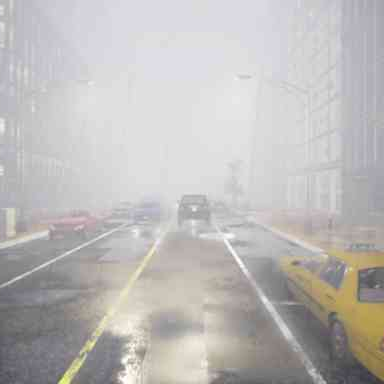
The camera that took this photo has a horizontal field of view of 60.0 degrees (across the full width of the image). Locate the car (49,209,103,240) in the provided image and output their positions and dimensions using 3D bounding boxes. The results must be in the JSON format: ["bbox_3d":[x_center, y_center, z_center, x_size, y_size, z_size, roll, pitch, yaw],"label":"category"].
[{"bbox_3d":[-5.668,1.540,16.790,1.802,1.307,4.206,0,0,0],"label":"car"}]

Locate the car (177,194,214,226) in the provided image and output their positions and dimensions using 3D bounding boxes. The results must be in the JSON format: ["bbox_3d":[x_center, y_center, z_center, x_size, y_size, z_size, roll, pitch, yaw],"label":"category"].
[{"bbox_3d":[0.128,1.160,22.945,2.150,2.045,5.566,0,0,0],"label":"car"}]

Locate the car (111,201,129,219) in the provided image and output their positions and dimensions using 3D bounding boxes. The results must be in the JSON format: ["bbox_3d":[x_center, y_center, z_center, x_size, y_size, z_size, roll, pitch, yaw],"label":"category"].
[{"bbox_3d":[-5.655,1.478,28.176,2.008,1.369,4.403,0,0,0],"label":"car"}]

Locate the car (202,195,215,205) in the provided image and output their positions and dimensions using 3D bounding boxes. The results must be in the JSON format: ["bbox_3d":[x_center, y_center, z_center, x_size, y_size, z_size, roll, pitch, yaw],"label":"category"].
[{"bbox_3d":[2.759,1.285,56.612,1.967,1.590,4.097,0,0,0],"label":"car"}]

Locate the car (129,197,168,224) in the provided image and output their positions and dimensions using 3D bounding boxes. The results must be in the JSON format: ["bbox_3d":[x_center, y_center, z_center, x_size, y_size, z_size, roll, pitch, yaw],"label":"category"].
[{"bbox_3d":[-3.063,1.415,24.489,1.882,1.535,5.008,0,0,0],"label":"car"}]

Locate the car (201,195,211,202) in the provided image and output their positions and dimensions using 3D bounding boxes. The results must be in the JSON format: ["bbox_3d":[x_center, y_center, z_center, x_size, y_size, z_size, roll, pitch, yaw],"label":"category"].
[{"bbox_3d":[2.771,1.391,67.997,1.802,1.307,4.206,0,0,0],"label":"car"}]

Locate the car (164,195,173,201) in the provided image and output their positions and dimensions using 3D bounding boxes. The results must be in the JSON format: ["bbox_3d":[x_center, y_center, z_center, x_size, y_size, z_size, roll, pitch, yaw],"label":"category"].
[{"bbox_3d":[-5.596,1.338,79.406,1.947,1.339,4.313,0,0,0],"label":"car"}]

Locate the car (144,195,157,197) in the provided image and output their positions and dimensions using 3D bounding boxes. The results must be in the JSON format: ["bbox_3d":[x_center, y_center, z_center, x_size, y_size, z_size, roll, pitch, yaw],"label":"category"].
[{"bbox_3d":[-5.642,1.441,39.560,1.887,1.381,4.507,0,0,0],"label":"car"}]

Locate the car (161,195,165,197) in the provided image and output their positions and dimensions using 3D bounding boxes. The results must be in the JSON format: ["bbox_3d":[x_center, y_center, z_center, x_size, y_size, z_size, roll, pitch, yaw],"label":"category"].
[{"bbox_3d":[-5.629,1.444,50.945,1.802,1.307,4.206,0,0,0],"label":"car"}]

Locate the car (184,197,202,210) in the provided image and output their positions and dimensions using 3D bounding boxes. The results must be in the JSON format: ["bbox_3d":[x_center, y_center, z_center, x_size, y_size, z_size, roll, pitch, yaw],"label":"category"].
[{"bbox_3d":[0.148,1.382,41.497,2.128,1.511,4.902,0,0,0],"label":"car"}]

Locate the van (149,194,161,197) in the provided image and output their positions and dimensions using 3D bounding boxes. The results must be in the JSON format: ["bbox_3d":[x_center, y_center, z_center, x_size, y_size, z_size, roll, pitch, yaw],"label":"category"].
[{"bbox_3d":[-5.635,1.220,45.252,1.690,1.788,3.998,0,0,0],"label":"van"}]

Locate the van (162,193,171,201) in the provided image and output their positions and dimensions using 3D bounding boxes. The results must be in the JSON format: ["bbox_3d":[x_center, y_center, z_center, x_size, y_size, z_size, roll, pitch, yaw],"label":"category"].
[{"bbox_3d":[-5.601,1.132,73.713,1.690,1.788,3.998,0,0,0],"label":"van"}]

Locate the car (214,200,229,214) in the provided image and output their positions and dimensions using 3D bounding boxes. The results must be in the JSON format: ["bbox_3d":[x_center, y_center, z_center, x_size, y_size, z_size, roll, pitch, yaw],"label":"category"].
[{"bbox_3d":[2.732,1.478,33.845,1.947,1.339,4.313,0,0,0],"label":"car"}]

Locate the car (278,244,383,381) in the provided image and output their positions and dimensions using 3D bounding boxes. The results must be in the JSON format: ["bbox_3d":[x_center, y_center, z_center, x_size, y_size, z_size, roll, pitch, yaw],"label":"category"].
[{"bbox_3d":[2.699,1.512,5.554,1.752,1.417,4.829,0,0,0],"label":"car"}]

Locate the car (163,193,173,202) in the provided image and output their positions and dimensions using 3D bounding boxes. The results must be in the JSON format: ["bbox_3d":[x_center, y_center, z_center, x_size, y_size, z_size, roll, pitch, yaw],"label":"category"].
[{"bbox_3d":[-5.609,1.249,68.020,1.967,1.590,4.097,0,0,0],"label":"car"}]
